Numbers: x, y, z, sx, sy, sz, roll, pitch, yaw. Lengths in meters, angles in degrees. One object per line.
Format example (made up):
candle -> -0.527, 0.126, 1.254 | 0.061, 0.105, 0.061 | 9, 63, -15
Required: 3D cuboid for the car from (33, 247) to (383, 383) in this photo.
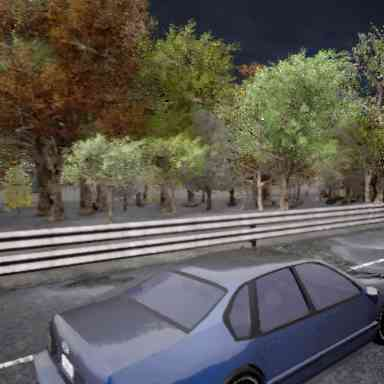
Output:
car -> 0.927, 1.492, 4.381 | 5.357, 1.411, 2.033 | -1, 1, -38
